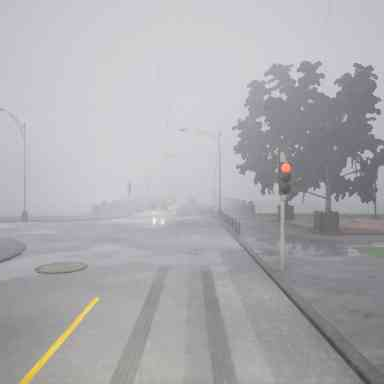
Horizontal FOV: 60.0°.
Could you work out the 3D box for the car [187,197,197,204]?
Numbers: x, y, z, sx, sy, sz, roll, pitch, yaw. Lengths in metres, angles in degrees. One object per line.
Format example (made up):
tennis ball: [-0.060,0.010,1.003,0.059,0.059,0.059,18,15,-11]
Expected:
car: [0.054,1.547,61.659,2.033,1.411,5.357,0,0,0]

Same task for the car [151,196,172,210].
car: [-4.063,1.491,42.224,2.128,1.511,4.902,0,0,0]

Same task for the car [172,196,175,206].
car: [-4.048,1.477,51.771,1.882,1.535,5.008,0,0,0]
